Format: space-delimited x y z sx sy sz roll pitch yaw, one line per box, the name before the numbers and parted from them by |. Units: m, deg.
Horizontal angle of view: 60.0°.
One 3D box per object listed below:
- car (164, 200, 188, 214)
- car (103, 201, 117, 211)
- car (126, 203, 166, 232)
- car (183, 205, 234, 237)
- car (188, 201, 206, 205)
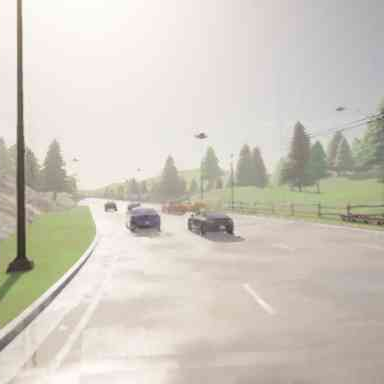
car | -2.527 1.854 43.304 2.097 1.767 4.553 -1 -1 -18
car | -13.193 2.269 53.791 1.837 1.490 4.892 -1 -1 -18
car | -3.376 1.769 22.531 1.882 1.535 5.008 0 -1 -16
car | 1.014 1.723 19.601 1.812 1.442 4.674 0 -1 -14
car | 0.397 1.963 45.670 1.882 1.535 5.008 -1 -1 -18
